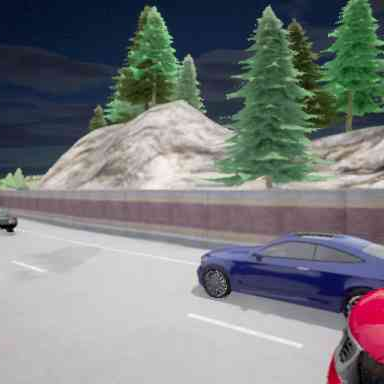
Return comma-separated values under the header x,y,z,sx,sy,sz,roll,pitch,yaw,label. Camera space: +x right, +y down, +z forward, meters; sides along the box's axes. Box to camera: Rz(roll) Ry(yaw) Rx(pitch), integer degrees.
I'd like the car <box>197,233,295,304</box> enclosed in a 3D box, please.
x,y,z,sx,sy,sz,roll,pitch,yaw,label
2.276,1.541,6.797,4.674,1.442,1.812,0,0,37,car

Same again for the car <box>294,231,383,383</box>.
x,y,z,sx,sy,sz,roll,pitch,yaw,label
3.590,1.239,1.489,5.566,2.045,2.150,1,0,35,car

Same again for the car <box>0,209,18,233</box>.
x,y,z,sx,sy,sz,roll,pitch,yaw,label
-11.528,1.578,18.645,4.718,1.301,1.895,0,0,45,car
